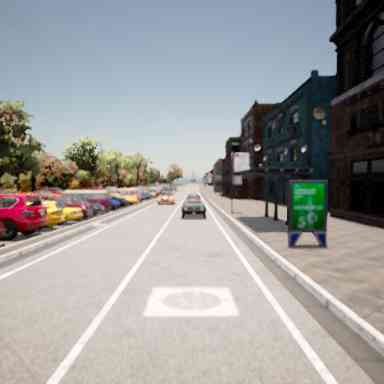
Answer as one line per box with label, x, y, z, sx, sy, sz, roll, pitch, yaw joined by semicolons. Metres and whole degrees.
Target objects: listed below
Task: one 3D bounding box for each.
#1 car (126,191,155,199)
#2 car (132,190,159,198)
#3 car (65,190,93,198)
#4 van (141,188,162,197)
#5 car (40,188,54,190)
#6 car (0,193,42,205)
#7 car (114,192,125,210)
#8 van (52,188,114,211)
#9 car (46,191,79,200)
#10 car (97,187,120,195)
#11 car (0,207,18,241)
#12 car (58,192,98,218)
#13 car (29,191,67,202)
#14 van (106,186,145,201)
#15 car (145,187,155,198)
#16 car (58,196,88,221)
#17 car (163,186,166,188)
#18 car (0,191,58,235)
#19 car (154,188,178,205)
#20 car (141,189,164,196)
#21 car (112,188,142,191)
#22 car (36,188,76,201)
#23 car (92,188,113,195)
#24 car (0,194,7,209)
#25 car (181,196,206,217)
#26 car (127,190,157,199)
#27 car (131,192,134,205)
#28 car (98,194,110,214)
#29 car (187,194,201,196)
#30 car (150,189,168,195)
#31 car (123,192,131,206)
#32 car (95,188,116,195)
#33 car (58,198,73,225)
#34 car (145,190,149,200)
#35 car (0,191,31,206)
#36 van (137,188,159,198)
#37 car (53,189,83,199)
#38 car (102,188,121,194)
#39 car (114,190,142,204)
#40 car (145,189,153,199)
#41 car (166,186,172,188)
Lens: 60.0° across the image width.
car;-9.213;0.523;60.033;4.892;1.521;2.231;0;1;1
car;-9.150;0.411;65.598;4.892;1.521;2.231;0;1;1
car;-22.206;0.435;65.704;4.792;1.488;2.163;0;1;1
van;-8.967;0.016;73.816;4.442;1.987;1.878;0;1;1
car;-22.354;0.611;48.994;4.553;1.767;2.185;0;1;1
car;-22.438;0.883;43.430;4.674;1.452;2.002;0;1;1
car;-9.461;1.056;32.205;5.008;1.535;2.097;0;1;1
van;-9.597;0.881;29.419;4.442;1.987;1.878;0;1;1
car;-22.317;0.574;57.351;4.892;1.521;2.231;0;1;1
car;-22.065;-0.301;87.974;5.566;2.045;2.435;0;1;1
car;-9.628;1.448;12.726;4.674;1.452;2.002;0;1;1
car;-9.500;1.084;23.729;4.553;1.767;2.185;0;1;1
car;-22.366;0.682;51.782;5.008;1.535;2.097;0;1;1
van;-9.214;0.571;46.051;4.442;1.987;1.878;0;1;0
car;-9.200;0.452;57.246;4.553;1.767;2.185;0;1;1
car;-9.741;1.255;21.075;5.366;1.575;1.946;0;1;1
car;-9.078;0.045;71.158;5.566;2.045;2.435;0;1;1
car;-9.634;1.106;15.504;5.566;2.045;2.435;0;1;1
car;-3.240;0.706;42.077;2.097;1.767;4.553;0;1;0
car;-9.050;0.184;76.728;4.892;1.521;2.231;0;1;1
car;-9.325;0.722;43.333;4.553;1.767;2.185;0;1;1
car;-22.308;0.377;54.563;5.566;2.045;2.435;0;1;0
car;-22.119;-0.059;82.282;4.553;1.767;2.185;0;1;1
car;-22.539;1.030;35.075;4.792;1.488;2.163;0;1;1
car;0.143;1.240;26.599;1.895;1.301;4.718;0;1;0
car;-9.367;0.463;62.817;5.366;1.575;1.946;0;1;1
car;-9.409;0.993;37.772;4.674;1.452;2.002;0;1;1
car;-9.512;1.159;26.639;4.892;1.521;2.231;0;1;1
car;0.208;0.884;43.947;1.994;1.385;4.181;0;1;0
car;-8.949;-0.059;90.500;4.674;1.452;2.002;-1;1;1
car;-9.426;1.005;34.987;5.008;1.535;2.097;0;1;1
car;-22.094;-0.116;85.067;4.553;1.767;2.185;0;1;1
car;-9.575;1.307;18.291;5.008;1.535;2.097;0;1;1
car;-9.277;0.771;48.902;4.792;1.488;2.163;0;1;1
car;-22.429;0.770;40.642;4.553;1.767;2.185;0;1;1
van;-9.015;0.128;68.375;4.442;1.987;1.878;0;1;1
car;-22.317;0.392;60.134;4.553;1.767;2.185;0;1;1
car;-21.981;-0.233;90.760;4.553;1.767;2.185;0;1;1
car;-9.196;0.898;40.552;5.366;1.575;1.946;0;1;1
car;-9.259;0.673;54.468;4.674;1.452;2.002;0;1;1
car;-8.772;-0.048;87.857;5.366;1.575;1.946;0;1;1
